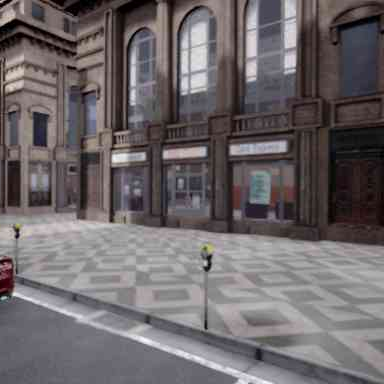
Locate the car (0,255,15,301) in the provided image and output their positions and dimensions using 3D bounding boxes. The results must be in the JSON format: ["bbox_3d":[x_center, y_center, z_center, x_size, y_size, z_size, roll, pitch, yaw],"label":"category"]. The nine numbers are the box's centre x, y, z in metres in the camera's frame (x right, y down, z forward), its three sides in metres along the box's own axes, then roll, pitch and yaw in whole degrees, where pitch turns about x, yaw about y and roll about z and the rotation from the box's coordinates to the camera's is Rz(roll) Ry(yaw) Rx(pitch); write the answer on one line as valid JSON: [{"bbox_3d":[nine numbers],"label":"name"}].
[{"bbox_3d":[-5.400,1.500,6.807,4.507,1.381,1.887,0,0,35],"label":"car"}]
